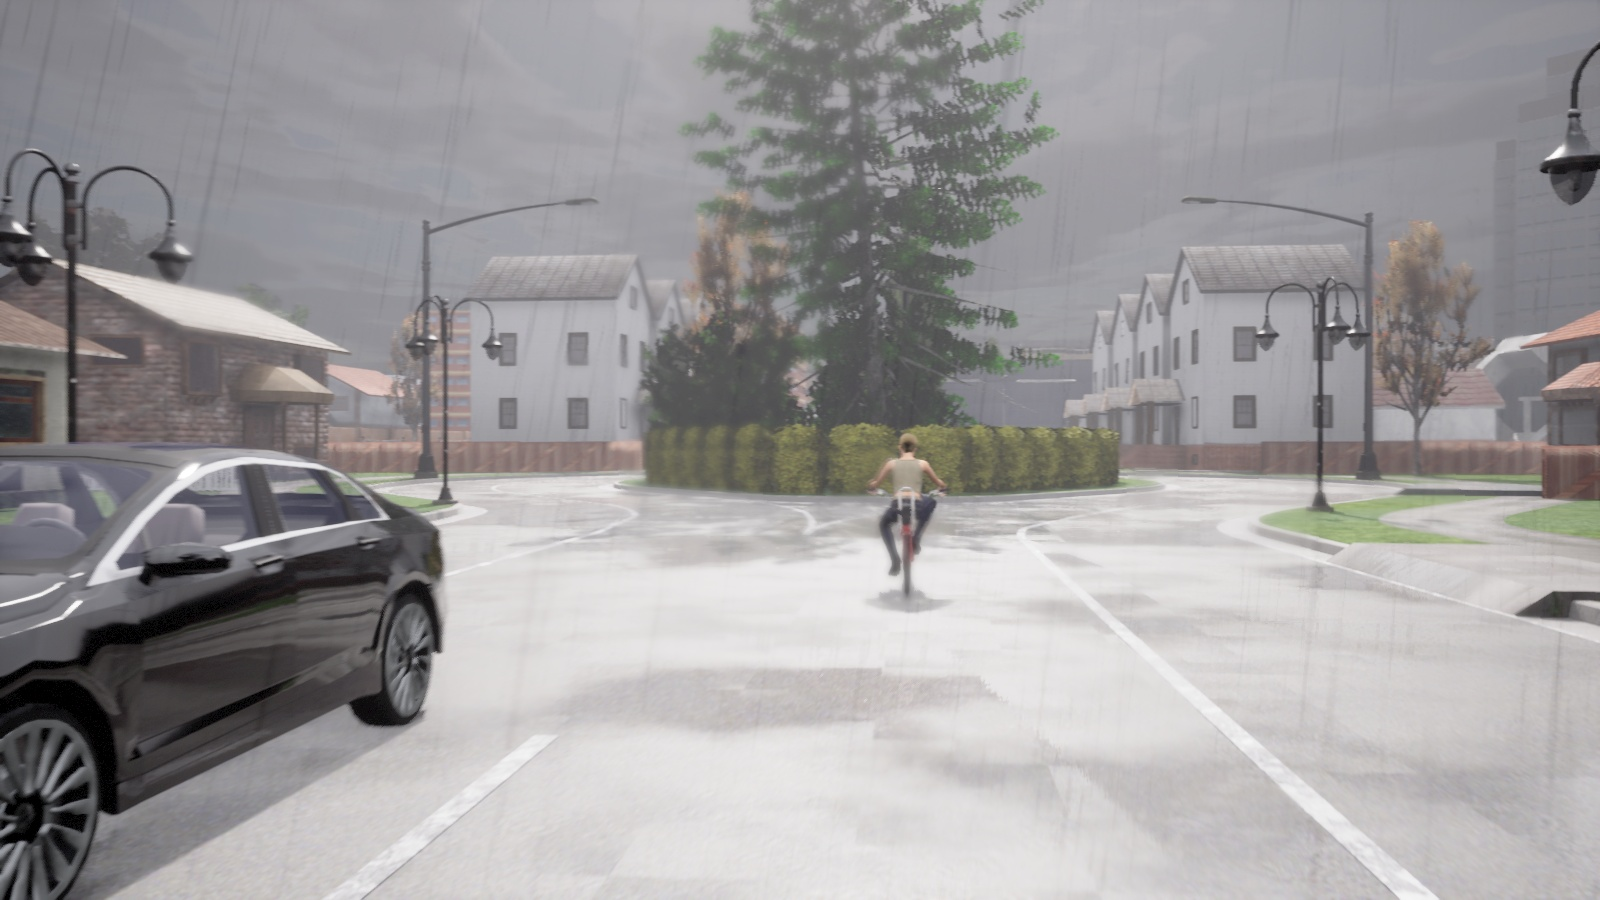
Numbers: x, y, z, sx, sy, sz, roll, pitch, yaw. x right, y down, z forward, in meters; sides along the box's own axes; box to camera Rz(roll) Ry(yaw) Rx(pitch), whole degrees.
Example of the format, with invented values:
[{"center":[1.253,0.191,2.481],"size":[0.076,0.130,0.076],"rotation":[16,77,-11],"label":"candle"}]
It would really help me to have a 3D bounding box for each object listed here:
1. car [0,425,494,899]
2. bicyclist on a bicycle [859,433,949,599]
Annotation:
[{"center":[-3.121,0.678,5.213],"size":[2.128,1.511,4.902],"rotation":[0,0,5],"label":"car"},{"center":[1.083,0.636,12.930],"size":[0.866,1.612,1.509],"rotation":[0,0,5],"label":"bicyclist on a bicycle"}]
